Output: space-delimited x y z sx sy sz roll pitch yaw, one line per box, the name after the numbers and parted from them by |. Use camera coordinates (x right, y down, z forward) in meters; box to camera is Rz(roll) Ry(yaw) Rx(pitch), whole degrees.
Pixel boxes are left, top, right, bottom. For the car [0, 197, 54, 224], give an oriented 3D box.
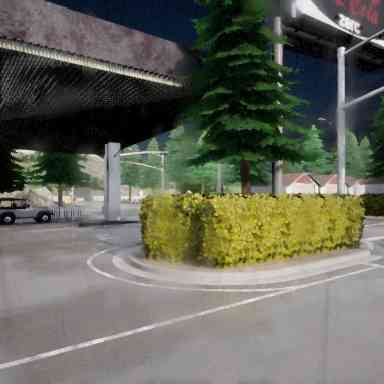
-11.962 1.313 23.485 3.866 1.878 1.905 0 0 -36 | car
